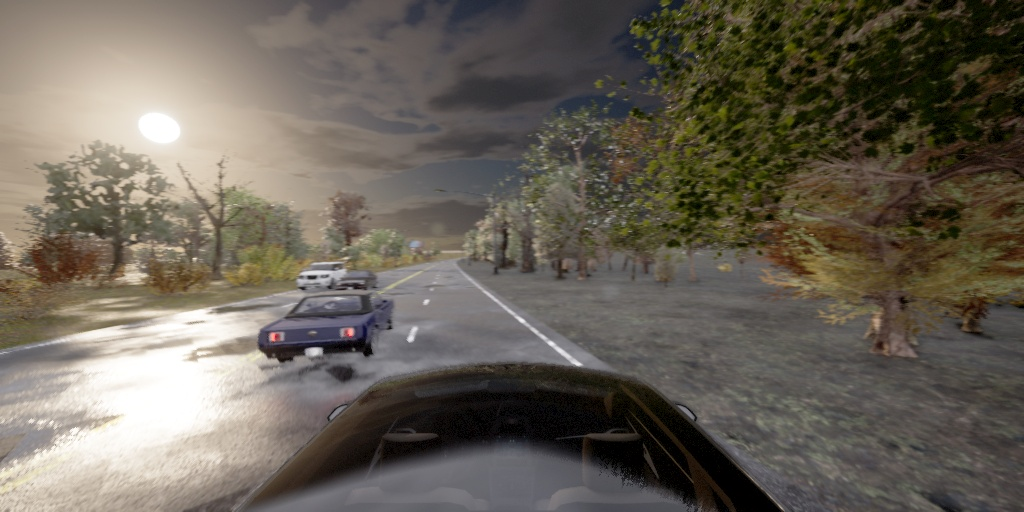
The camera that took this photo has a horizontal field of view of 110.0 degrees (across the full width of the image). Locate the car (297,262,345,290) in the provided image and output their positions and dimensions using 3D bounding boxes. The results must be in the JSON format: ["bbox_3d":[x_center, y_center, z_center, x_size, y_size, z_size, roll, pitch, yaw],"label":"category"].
[{"bbox_3d":[-14.393,1.486,27.573,2.150,2.045,5.566,-1,0,-10],"label":"car"}]

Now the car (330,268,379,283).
[{"bbox_3d":[-10.617,1.701,25.045,2.033,1.411,5.357,-1,0,-10],"label":"car"}]

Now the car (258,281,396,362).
[{"bbox_3d":[-4.067,1.501,8.803,1.895,1.301,4.718,-1,0,-11],"label":"car"}]
